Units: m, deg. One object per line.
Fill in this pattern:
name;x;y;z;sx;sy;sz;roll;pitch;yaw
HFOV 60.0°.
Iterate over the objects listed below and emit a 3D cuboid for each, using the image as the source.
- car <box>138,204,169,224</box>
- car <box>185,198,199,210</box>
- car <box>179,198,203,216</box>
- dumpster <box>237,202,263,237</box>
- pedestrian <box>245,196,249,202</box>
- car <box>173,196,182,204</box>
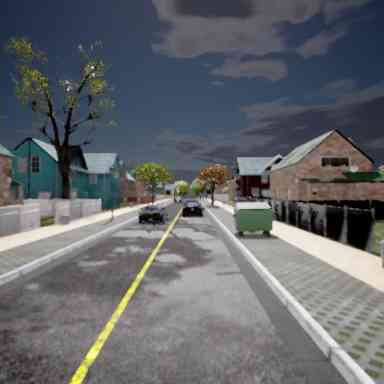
car;-2.848;1.606;25.150;1.895;1.301;4.718;0;0;0
car;0.038;1.545;45.400;1.837;1.490;4.892;0;0;1
car;0.055;1.578;32.753;1.994;1.385;4.181;0;0;0
dumpster;2.992;1.396;17.378;1.020;1.700;1.940;-1;-1;0
pedestrian;3.010;1.142;18.405;0.375;1.860;0.375;1;-1;-2
car;-2.759;1.608;66.966;2.128;1.511;4.902;0;0;0
